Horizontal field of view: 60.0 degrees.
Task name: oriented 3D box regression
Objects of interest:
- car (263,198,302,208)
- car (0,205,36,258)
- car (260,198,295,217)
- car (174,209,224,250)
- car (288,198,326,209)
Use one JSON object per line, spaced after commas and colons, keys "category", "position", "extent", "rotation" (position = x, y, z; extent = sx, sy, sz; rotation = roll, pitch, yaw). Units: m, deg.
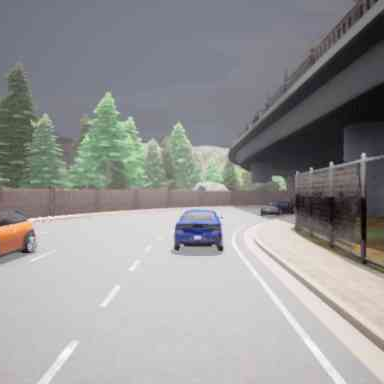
{"category": "car", "position": [12.999, 1.555, 47.992], "extent": [5.357, 1.411, 2.033], "rotation": [0, 0, -24]}
{"category": "car", "position": [-6.883, 1.353, 10.432], "extent": [2.097, 1.767, 4.553], "rotation": [0, 0, 2]}
{"category": "car", "position": [8.350, 1.569, 32.038], "extent": [1.994, 1.385, 4.181], "rotation": [0, 0, 44]}
{"category": "car", "position": [0.370, 1.480, 14.351], "extent": [1.882, 1.535, 5.008], "rotation": [0, 0, 4]}
{"category": "car", "position": [15.647, 1.514, 45.179], "extent": [4.892, 1.490, 1.837], "rotation": [0, -1, -20]}
